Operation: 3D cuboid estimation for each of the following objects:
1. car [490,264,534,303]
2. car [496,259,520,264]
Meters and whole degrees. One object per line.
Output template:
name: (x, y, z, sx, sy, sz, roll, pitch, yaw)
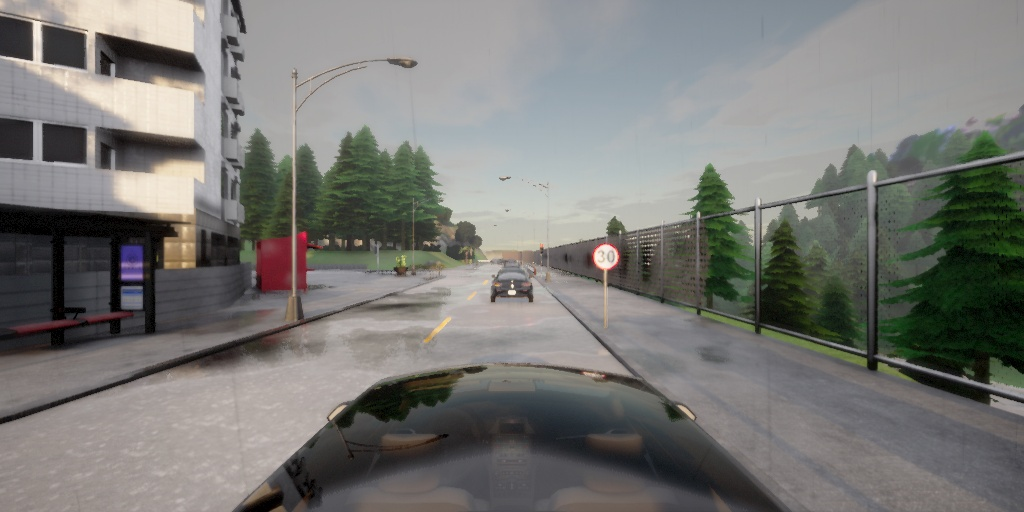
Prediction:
car: (0.000, 1.281, 16.500, 1.812, 1.442, 4.674, 0, 0, 0)
car: (0.000, 1.243, 31.500, 2.128, 1.511, 4.902, 0, 0, 0)
